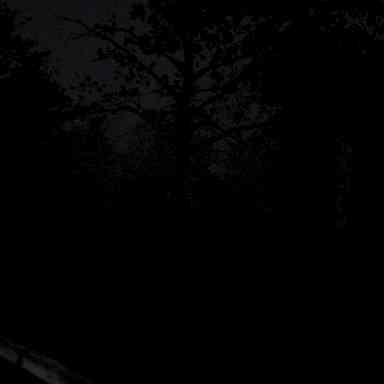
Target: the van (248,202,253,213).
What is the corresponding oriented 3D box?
[{"bbox_3d":[7.338,2.205,45.417,1.878,1.987,4.442,0,0,35],"label":"van"}]
